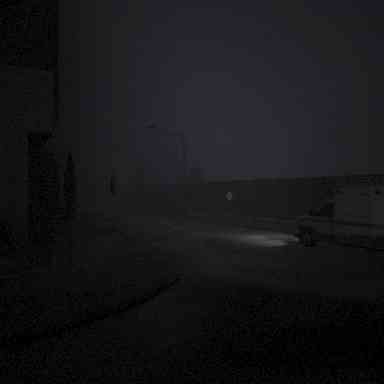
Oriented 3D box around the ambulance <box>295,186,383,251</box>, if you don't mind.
[{"bbox_3d":[6.583,1.031,11.687,2.351,2.431,6.366,0,0,-30],"label":"ambulance"}]
